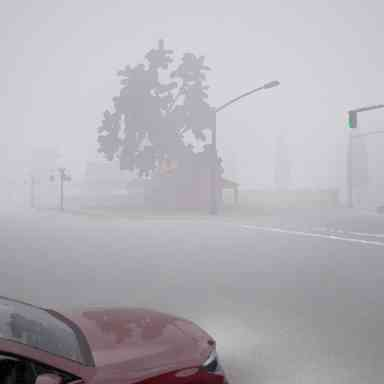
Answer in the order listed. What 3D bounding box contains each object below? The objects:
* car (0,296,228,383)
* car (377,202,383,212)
[{"bbox_3d":[-1.850,1.525,2.421,4.674,1.442,1.812,0,0,-36],"label":"car"},{"bbox_3d":[22.414,1.519,36.926,4.674,1.442,1.812,0,0,-35],"label":"car"}]
